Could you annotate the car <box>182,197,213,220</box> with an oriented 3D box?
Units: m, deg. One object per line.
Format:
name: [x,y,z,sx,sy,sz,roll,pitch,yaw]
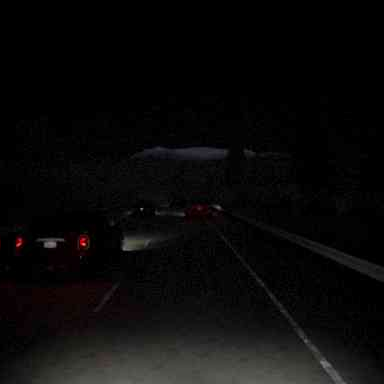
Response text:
car: [0.483,1.260,27.607,2.097,1.767,4.553,0,0,-3]

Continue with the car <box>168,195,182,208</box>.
car: [-2.132,1.199,46.621,2.097,1.767,4.553,0,0,-5]

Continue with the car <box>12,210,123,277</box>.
car: [-3.533,1.318,10.321,2.097,1.767,4.553,0,0,-1]

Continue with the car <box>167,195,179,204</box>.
car: [-3.441,1.349,60.323,2.033,1.411,5.357,0,0,-5]

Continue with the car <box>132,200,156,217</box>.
car: [-4.300,1.449,29.924,2.033,1.411,5.357,0,0,-3]
